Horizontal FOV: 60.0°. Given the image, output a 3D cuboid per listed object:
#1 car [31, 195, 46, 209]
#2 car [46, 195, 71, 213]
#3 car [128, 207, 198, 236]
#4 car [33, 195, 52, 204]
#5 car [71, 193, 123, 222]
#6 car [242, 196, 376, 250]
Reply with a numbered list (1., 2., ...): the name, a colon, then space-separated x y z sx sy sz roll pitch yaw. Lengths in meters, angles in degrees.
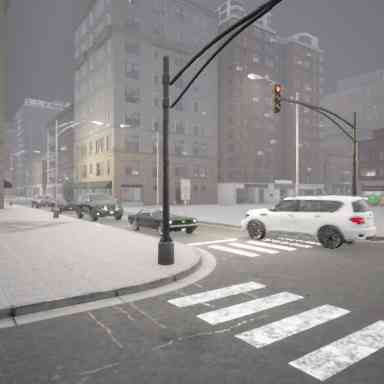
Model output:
1. car: -19.118 1.139 42.622 2.097 1.767 4.553 0 0 -35
2. car: -13.213 1.311 34.287 1.882 1.535 5.008 0 0 -36
3. car: -1.695 1.527 18.129 1.895 1.301 4.718 0 0 -36
4. car: -25.467 1.269 56.518 2.033 1.411 5.357 0 0 -35
5. car: -7.341 1.101 26.032 2.150 2.045 5.566 0 0 -35
6. car: 4.875 1.185 14.554 5.566 2.045 2.150 1 1 42
